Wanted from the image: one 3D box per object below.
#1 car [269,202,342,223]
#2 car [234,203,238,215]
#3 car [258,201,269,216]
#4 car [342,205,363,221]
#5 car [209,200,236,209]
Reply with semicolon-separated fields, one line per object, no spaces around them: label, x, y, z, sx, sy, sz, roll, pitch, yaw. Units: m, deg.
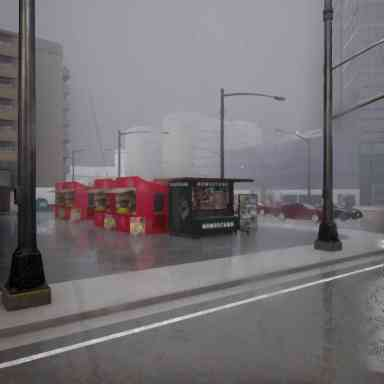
car;9.011;1.589;26.889;1.882;1.535;5.008;0;-1;-38
car;3.558;1.750;34.446;1.812;1.442;4.674;0;-1;-36
car;6.961;1.689;35.710;1.882;1.535;5.008;0;-1;-36
car;12.238;1.672;28.434;1.994;1.385;4.181;0;-1;-35
car;5.123;2.072;56.476;1.895;1.301;4.718;0;-1;-36
